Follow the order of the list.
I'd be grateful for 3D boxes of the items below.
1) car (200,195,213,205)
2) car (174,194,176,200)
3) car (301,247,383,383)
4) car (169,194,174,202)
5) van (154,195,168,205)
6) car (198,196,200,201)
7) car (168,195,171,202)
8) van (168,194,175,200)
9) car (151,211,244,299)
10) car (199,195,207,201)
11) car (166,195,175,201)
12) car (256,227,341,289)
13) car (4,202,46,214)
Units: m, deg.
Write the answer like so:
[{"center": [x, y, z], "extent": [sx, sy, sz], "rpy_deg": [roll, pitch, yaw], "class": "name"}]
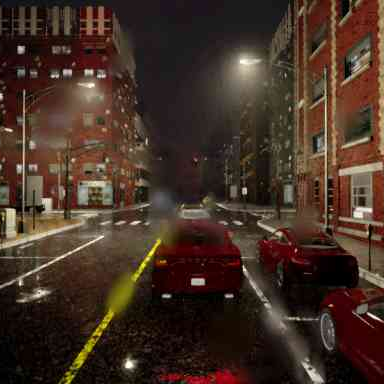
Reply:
[{"center": [2.737, 1.543, 58.258], "extent": [1.752, 1.417, 4.829], "rpy_deg": [1, 0, 0], "class": "car"}, {"center": [-5.629, 1.553, 80.571], "extent": [1.752, 1.417, 4.829], "rpy_deg": [1, 0, 0], "class": "car"}, {"center": [2.669, 1.583, 3.178], "extent": [1.802, 1.307, 4.206], "rpy_deg": [1, 0, 0], "class": "car"}, {"center": [-5.633, 1.607, 75.088], "extent": [1.802, 1.307, 4.206], "rpy_deg": [1, 0, 0], "class": "car"}, {"center": [-5.640, 1.359, 58.132], "extent": [1.690, 1.788, 3.998], "rpy_deg": [1, 0, 0], "class": "van"}, {"center": [2.751, 1.572, 80.698], "extent": [1.887, 1.381, 4.507], "rpy_deg": [1, 0, 0], "class": "car"}, {"center": [-5.640, 1.602, 63.784], "extent": [1.802, 1.307, 4.206], "rpy_deg": [1, 0, 0], "class": "car"}, {"center": [-5.619, 1.375, 92.046], "extent": [1.690, 1.788, 3.998], "rpy_deg": [1, 0, 0], "class": "van"}, {"center": [0.103, 1.480, 8.514], "extent": [1.882, 1.535, 5.008], "rpy_deg": [0, 0, 0], "class": "car"}, {"center": [2.754, 1.597, 86.349], "extent": [1.947, 1.339, 4.313], "rpy_deg": [1, 0, 0], "class": "car"}, {"center": [-5.626, 1.582, 86.393], "extent": [2.008, 1.369, 4.403], "rpy_deg": [1, 0, 0], "class": "car"}, {"center": [2.842, 1.584, 8.834], "extent": [1.802, 1.307, 4.206], "rpy_deg": [1, 0, 0], "class": "car"}, {"center": [-18.688, 1.729, 37.230], "extent": [4.313, 1.339, 1.947], "rpy_deg": [0, -1, 0], "class": "car"}]
